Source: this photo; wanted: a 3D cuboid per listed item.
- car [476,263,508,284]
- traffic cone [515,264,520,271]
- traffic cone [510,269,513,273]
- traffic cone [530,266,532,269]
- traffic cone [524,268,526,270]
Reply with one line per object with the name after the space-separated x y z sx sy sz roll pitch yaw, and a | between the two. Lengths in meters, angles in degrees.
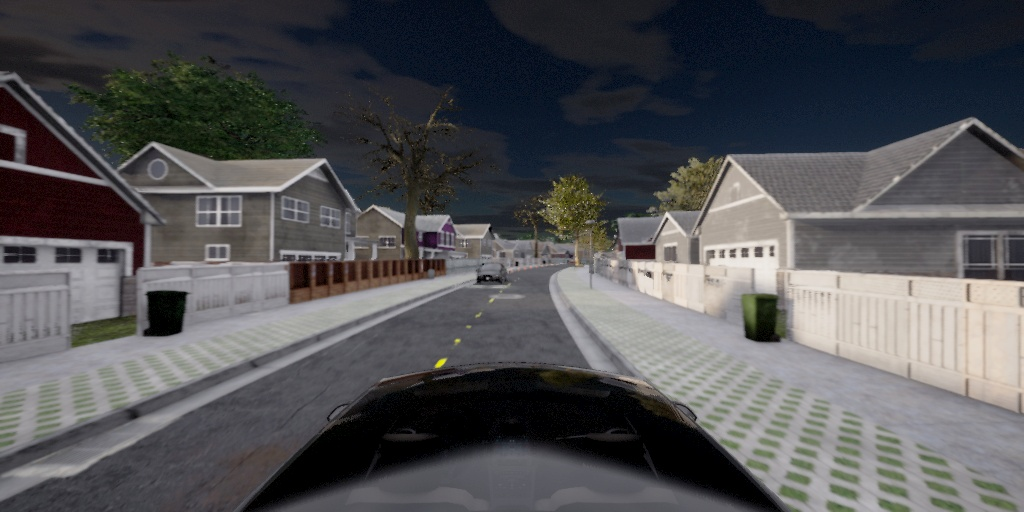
-1.421 1.267 26.907 1.837 1.490 4.892 0 0 6 | car
0.923 1.764 49.292 0.340 0.580 0.340 0 0 11 | traffic cone
-0.019 1.753 44.329 0.340 0.580 0.340 0 0 10 | traffic cone
3.112 1.792 59.153 0.340 0.580 0.340 0 0 14 | traffic cone
1.967 1.777 54.234 0.340 0.580 0.340 0 0 13 | traffic cone
